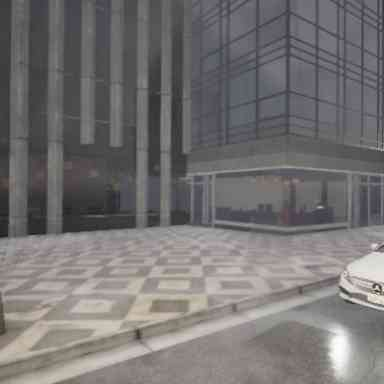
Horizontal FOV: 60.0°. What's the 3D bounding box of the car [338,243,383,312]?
[{"bbox_3d":[5.021,1.542,6.990,4.674,1.442,1.812,0,0,-35],"label":"car"}]
